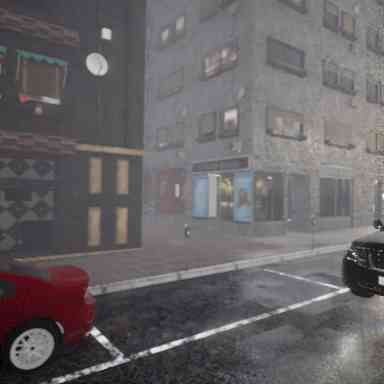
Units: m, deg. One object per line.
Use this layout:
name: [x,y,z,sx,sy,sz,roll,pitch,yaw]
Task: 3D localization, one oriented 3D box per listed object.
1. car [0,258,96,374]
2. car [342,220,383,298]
car: [-3.500,1.545,4.044,4.507,1.381,1.887,0,1,-35]
car: [5.682,1.224,7.422,5.566,2.045,2.150,0,0,-35]
